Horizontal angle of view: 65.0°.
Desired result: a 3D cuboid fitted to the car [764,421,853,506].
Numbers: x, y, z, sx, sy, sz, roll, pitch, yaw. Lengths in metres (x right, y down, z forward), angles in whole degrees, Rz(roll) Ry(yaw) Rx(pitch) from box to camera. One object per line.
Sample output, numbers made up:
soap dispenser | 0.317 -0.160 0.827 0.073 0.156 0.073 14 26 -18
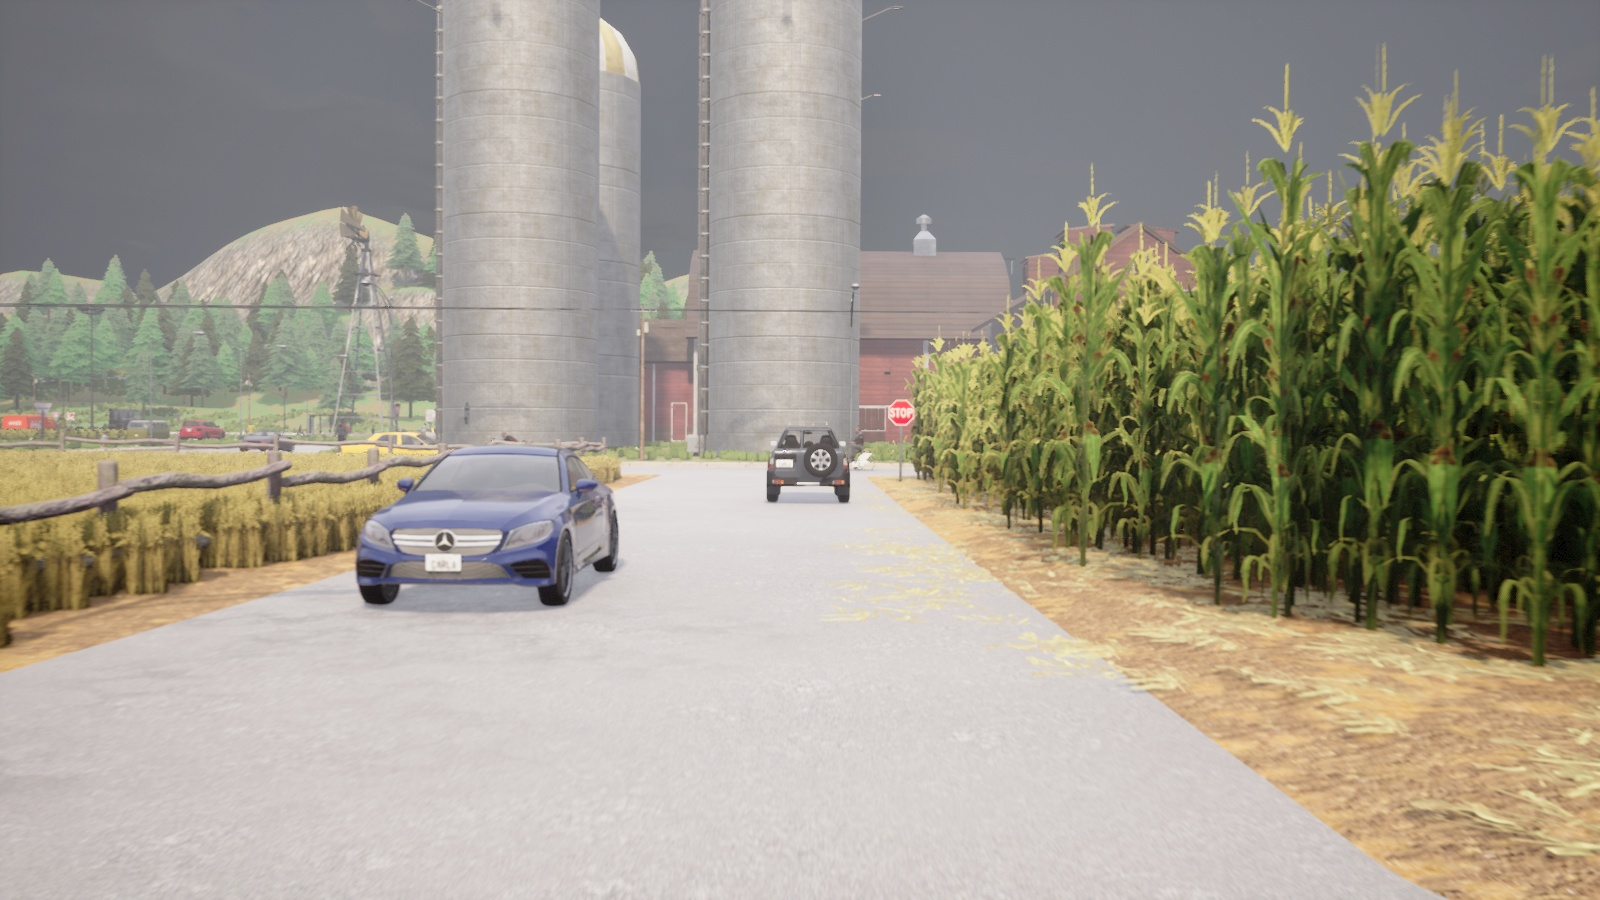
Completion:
car | 0.190 0.260 29.956 1.932 1.855 4.605 0 1 0

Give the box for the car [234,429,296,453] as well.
car | -32.233 -0.556 75.836 1.994 1.385 4.181 0 1 -1

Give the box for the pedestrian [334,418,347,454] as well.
pedestrian | -25.055 -0.778 68.490 0.423 1.949 0.788 1 1 3

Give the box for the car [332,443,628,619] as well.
car | -3.007 0.669 12.872 1.812 1.442 4.674 0 1 0

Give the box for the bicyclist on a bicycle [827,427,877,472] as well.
bicyclist on a bicycle | 2.066 -0.018 49.939 1.843 1.776 0.659 0 1 -18

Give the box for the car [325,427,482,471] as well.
car | -14.977 -0.048 47.632 5.366 1.575 1.801 0 1 0
